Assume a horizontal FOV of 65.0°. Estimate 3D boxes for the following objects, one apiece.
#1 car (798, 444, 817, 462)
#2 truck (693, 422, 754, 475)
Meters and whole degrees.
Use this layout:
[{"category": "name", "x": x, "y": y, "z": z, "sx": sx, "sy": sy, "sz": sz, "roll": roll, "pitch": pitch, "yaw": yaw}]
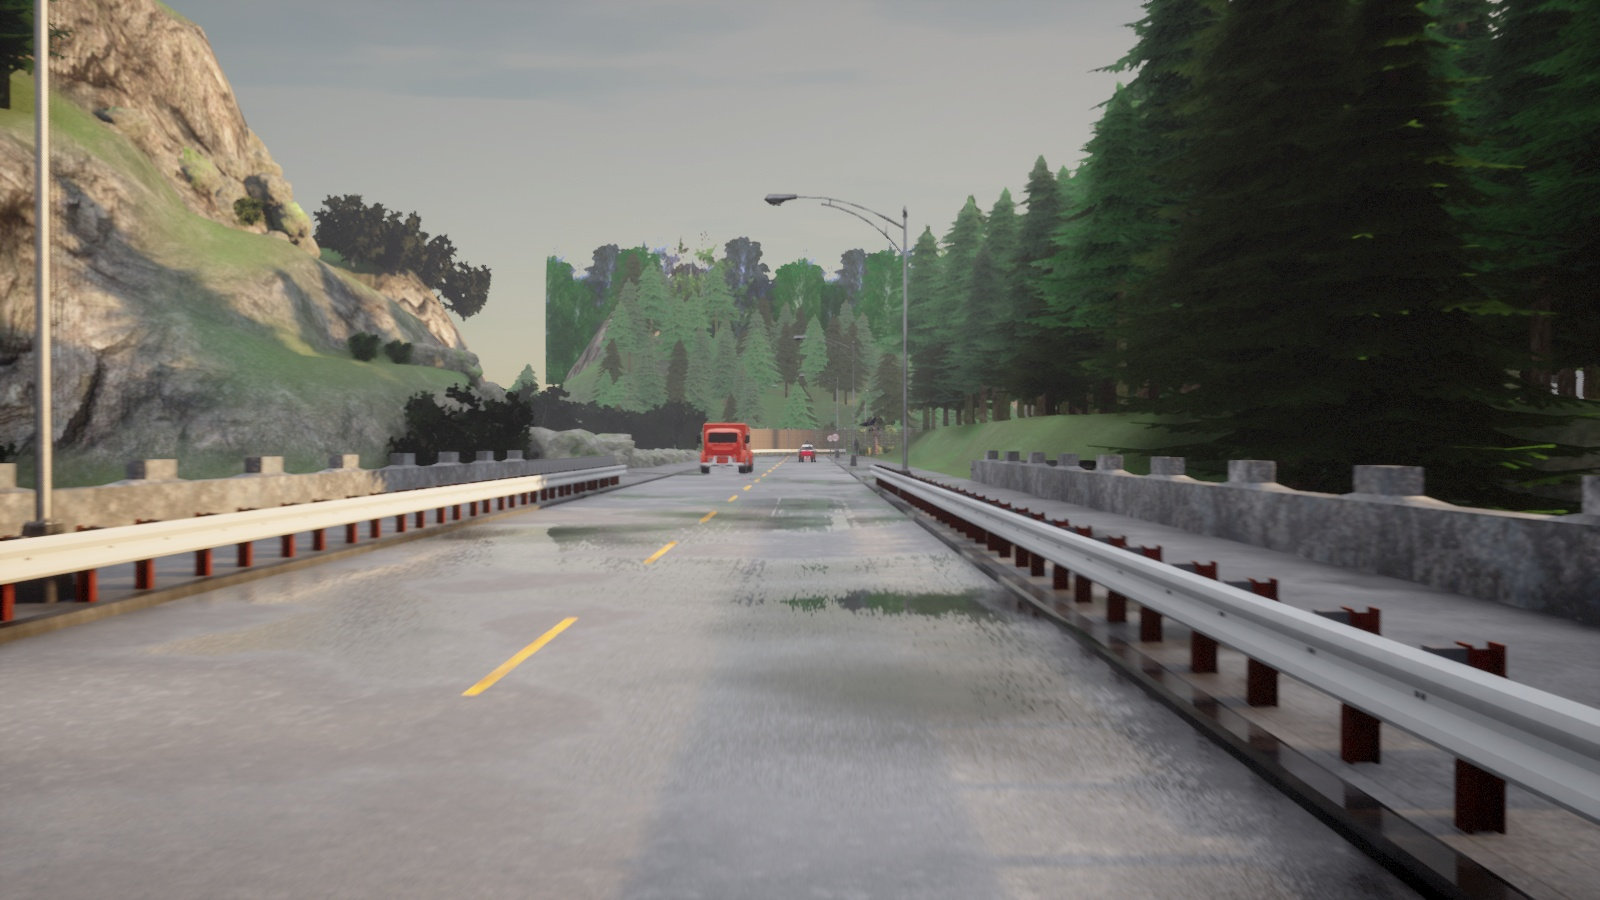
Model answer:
[{"category": "car", "x": 0.561, "y": 0.256, "z": 97.849, "sx": 1.481, "sy": 1.376, "sz": 2.207, "roll": 0, "pitch": 1, "yaw": 0}, {"category": "truck", "x": -3.641, "y": -0.082, "z": 60.983, "sx": 2.627, "sy": 2.467, "sz": 5.204, "roll": 0, "pitch": 0, "yaw": 0}]
